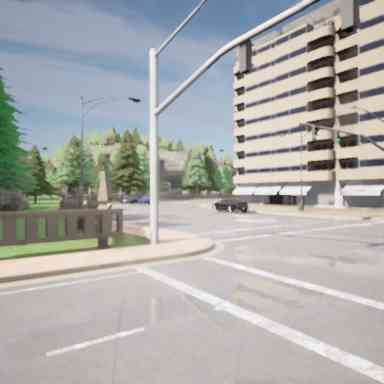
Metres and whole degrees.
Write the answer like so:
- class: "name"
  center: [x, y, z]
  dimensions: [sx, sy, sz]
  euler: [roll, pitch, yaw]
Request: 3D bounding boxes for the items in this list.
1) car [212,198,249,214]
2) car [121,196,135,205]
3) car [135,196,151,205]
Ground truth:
- class: "car"
  center: [3.892, 1.371, 34.394]
  dimensions: [1.837, 1.490, 4.892]
  euler: [-1, 0, -27]
- class: "car"
  center: [-10.755, 1.368, 57.349]
  dimensions: [2.128, 1.511, 4.902]
  euler: [0, 0, 9]
- class: "car"
  center: [-7.492, 1.350, 55.386]
  dimensions: [1.882, 1.535, 5.008]
  euler: [0, 0, 7]
